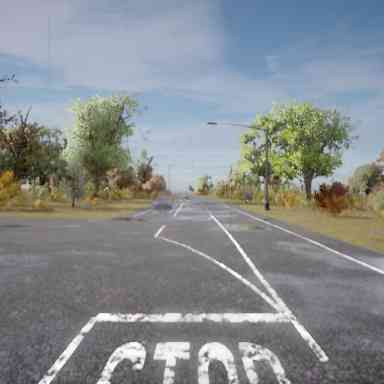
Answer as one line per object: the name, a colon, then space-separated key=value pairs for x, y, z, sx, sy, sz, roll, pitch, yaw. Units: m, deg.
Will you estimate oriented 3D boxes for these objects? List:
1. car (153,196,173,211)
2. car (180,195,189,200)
car: x=-3.375 y=1.293 z=39.784 sx=2.097 sy=1.767 sz=4.553 roll=0 pitch=0 yaw=0
car: x=-1.991 y=1.410 z=88.055 sx=1.812 sy=1.442 sz=4.674 roll=0 pitch=0 yaw=6
